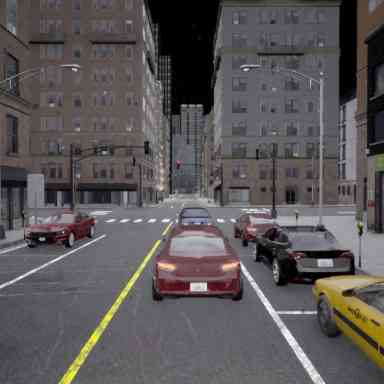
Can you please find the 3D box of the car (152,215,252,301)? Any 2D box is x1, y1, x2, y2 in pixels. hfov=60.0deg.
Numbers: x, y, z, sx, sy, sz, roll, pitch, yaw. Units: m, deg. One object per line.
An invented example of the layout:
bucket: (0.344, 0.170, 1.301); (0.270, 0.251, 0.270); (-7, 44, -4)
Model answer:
car: (0.103, 1.524, 8.210); (1.812, 1.442, 4.674); (0, 0, 0)

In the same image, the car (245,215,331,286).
car: (2.871, 1.563, 9.241); (1.947, 1.339, 4.313); (-1, 0, 0)

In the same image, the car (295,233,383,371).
car: (2.868, 1.524, 3.825); (1.752, 1.417, 4.829); (-1, 0, 0)

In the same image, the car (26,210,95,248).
car: (-5.671, 1.540, 14.828); (1.887, 1.381, 4.507); (-1, 0, 0)

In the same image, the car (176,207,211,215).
car: (0.141, 1.542, 18.231); (2.033, 1.411, 5.357); (0, 0, -3)

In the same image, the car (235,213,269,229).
car: (2.874, 1.578, 14.827); (1.802, 1.307, 4.206); (-1, 0, 0)
